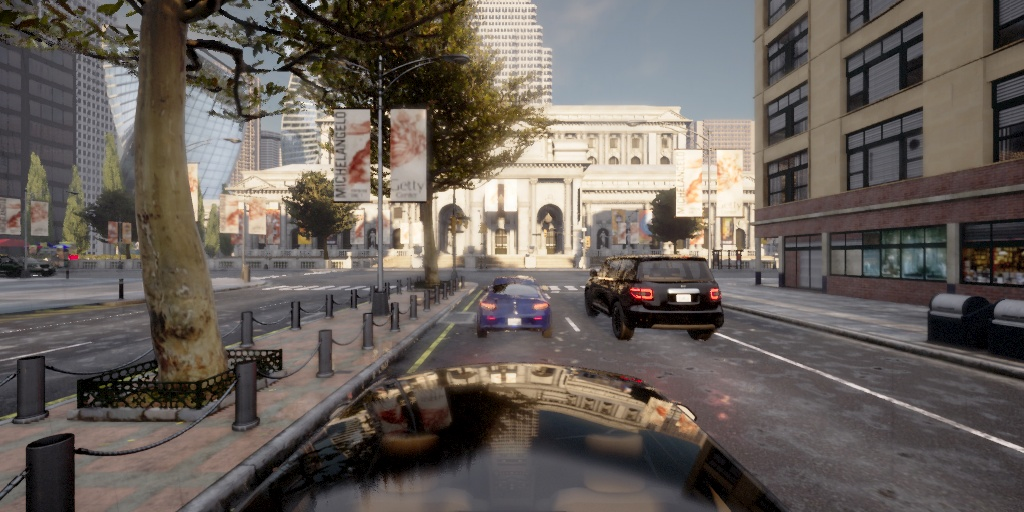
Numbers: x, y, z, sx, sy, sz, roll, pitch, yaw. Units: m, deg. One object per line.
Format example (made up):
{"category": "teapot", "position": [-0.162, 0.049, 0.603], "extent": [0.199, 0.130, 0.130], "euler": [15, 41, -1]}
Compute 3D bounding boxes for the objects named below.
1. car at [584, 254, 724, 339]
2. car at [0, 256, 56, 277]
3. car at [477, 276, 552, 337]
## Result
{"category": "car", "position": [3.582, 0.971, 10.160], "extent": [2.150, 2.045, 5.566], "euler": [0, 0, 0]}
{"category": "car", "position": [-47.320, 0.973, 34.209], "extent": [5.566, 2.045, 2.150], "euler": [0, 0, -2]}
{"category": "car", "position": [0.076, 1.276, 10.150], "extent": [1.812, 1.442, 4.674], "euler": [0, 0, 0]}
